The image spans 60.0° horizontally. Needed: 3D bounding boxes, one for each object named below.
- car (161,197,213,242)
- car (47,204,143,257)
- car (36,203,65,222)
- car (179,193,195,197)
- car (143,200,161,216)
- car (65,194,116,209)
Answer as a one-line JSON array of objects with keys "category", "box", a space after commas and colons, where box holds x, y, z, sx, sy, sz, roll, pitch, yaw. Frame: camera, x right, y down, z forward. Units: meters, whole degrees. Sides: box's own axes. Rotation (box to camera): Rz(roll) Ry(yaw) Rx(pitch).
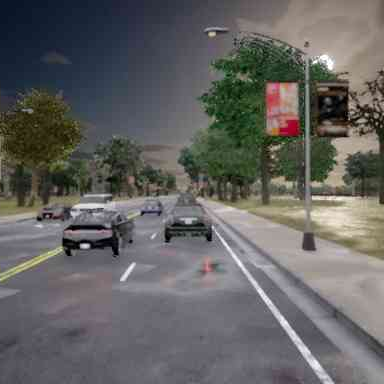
[{"category": "car", "box": [-0.184, 1.283, 16.178, 2.097, 1.767, 4.553, 0, 0, -1]}, {"category": "car", "box": [-3.361, 1.454, 12.737, 2.128, 1.511, 4.902, 0, 0, -1]}, {"category": "car", "box": [-10.299, 1.526, 25.647, 1.994, 1.385, 4.181, 0, 0, -1]}, {"category": "car", "box": [-0.587, 1.104, 38.192, 2.150, 2.045, 5.566, 0, 0, -1]}, {"category": "car", "box": [-3.709, 1.459, 31.425, 2.033, 1.411, 5.357, 0, 0, -1]}, {"category": "car", "box": [-7.029, 1.168, 24.323, 2.150, 2.045, 5.566, 0, 0, -1]}]
